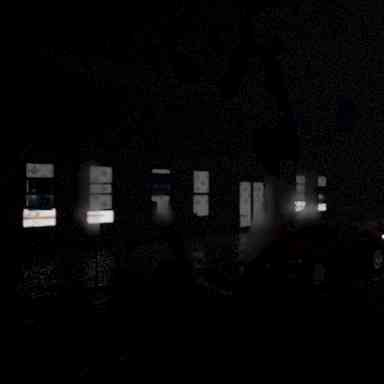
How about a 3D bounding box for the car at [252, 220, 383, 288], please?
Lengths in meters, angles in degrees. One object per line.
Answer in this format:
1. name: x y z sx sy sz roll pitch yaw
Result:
1. car: 3.606 1.491 9.126 4.507 1.381 1.887 0 1 -35
